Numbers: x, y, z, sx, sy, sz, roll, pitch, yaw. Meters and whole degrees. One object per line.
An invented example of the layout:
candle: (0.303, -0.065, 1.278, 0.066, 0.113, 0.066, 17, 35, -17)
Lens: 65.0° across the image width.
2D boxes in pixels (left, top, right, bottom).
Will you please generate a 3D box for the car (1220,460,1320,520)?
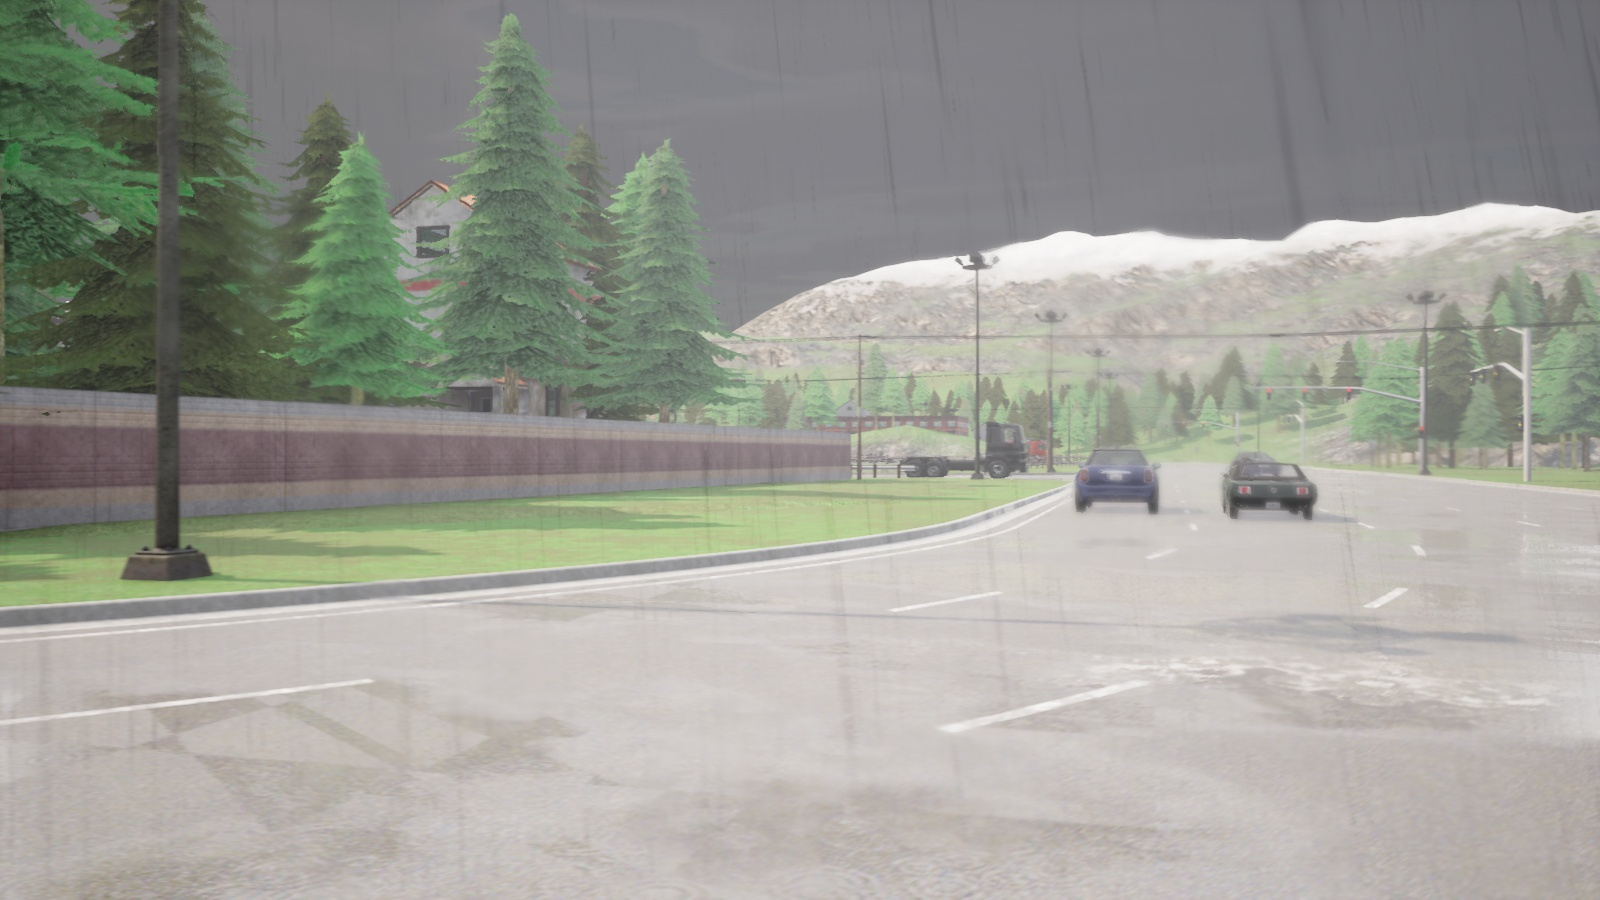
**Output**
car: (11.243, 0.910, 30.327, 1.895, 1.301, 4.718, 0, 0, 16)

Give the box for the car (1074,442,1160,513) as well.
car: (8.588, 0.685, 33.765, 2.097, 1.767, 4.553, 0, 0, 16)

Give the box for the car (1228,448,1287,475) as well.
car: (30.736, 0.783, 84.253, 2.097, 1.767, 4.553, 0, 0, 43)

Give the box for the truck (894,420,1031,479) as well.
truck: (9.890, -0.028, 76.305, 7.936, 3.462, 2.891, 0, 0, 14)
